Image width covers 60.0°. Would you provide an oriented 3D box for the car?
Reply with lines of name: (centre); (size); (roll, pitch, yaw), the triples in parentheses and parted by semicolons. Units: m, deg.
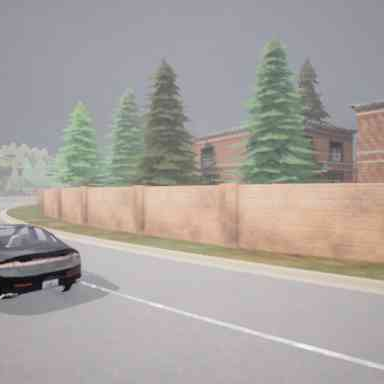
car: (-4.496, 1.501, 7.759); (4.902, 1.511, 2.128); (0, 0, 40)
